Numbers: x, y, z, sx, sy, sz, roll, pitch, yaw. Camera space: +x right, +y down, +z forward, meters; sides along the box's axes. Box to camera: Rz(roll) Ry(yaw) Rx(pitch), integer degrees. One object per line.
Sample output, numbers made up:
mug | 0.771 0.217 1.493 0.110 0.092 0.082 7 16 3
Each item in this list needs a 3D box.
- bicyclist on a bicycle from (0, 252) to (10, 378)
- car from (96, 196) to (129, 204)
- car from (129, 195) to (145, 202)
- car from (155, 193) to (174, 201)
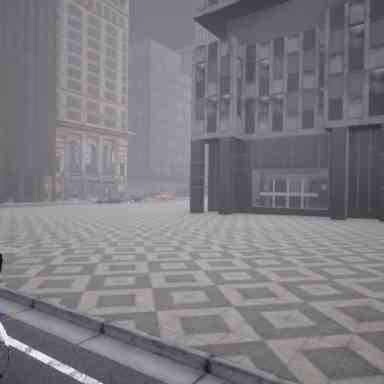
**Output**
bicyclist on a bicycle | -2.865 1.369 4.335 1.843 1.776 0.659 0 0 35
car | -14.106 1.422 58.120 2.033 1.411 5.357 1 1 35
car | -11.561 1.294 67.044 1.837 1.490 4.892 1 1 35
car | -5.781 1.001 70.090 2.097 1.767 4.553 1 1 35
